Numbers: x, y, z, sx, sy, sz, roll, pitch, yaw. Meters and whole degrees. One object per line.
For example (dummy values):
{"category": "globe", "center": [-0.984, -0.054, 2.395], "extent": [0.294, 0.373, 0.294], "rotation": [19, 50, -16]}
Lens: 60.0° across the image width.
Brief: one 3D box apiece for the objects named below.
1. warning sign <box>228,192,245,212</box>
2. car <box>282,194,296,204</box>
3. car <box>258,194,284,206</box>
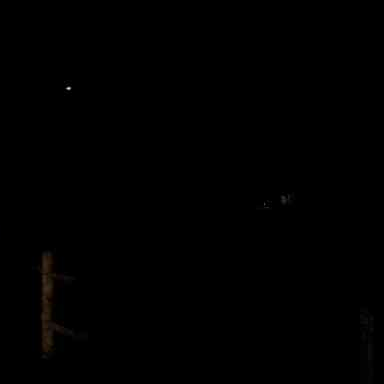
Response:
{"category": "warning sign", "center": [4.179, 0.940, 31.091], "extent": [1.300, 1.860, 1.060], "rotation": [-1, 0, 31]}
{"category": "car", "center": [15.914, 1.074, 55.603], "extent": [2.097, 1.767, 4.553], "rotation": [0, 0, 31]}
{"category": "car", "center": [11.070, 1.358, 47.359], "extent": [1.895, 1.301, 4.718], "rotation": [0, 0, 31]}
